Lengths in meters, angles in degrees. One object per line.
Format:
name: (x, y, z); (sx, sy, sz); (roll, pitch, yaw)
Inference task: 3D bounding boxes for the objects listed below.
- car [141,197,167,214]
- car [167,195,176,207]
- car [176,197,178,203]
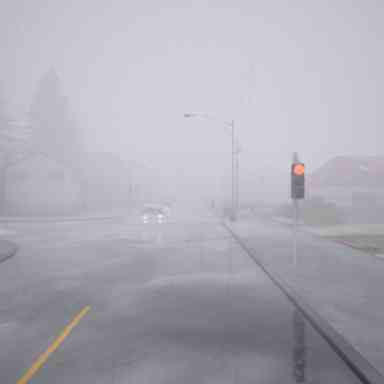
car: (-3.995, 1.494, 34.600); (1.812, 1.442, 4.674); (0, 0, 0)
car: (-3.942, 1.444, 49.090); (2.128, 1.511, 4.902); (0, 0, 1)
car: (-3.839, 1.447, 65.314); (1.837, 1.490, 4.892); (0, 0, 1)
